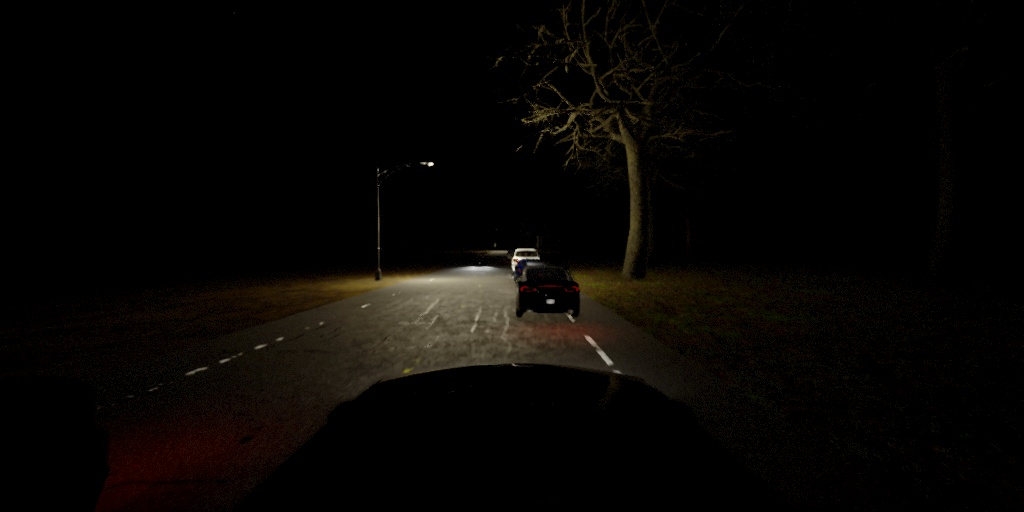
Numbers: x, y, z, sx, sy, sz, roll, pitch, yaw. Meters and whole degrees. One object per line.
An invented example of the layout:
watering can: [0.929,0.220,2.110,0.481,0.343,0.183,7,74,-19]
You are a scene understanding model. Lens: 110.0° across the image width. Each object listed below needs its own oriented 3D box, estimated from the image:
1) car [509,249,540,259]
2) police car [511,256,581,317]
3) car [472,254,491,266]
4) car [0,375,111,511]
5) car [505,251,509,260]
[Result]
car: [1.043,0.433,28.232,2.150,2.045,5.566,0,1,0]
police car: [1.047,0.974,12.319,1.930,1.638,5.238,0,1,0]
car: [-3.588,0.443,42.425,1.895,1.301,4.718,0,2,0]
car: [-3.598,1.251,0.200,1.882,1.535,5.008,0,1,0]
car: [0.045,-0.069,56.710,1.812,1.442,4.674,0,2,0]
